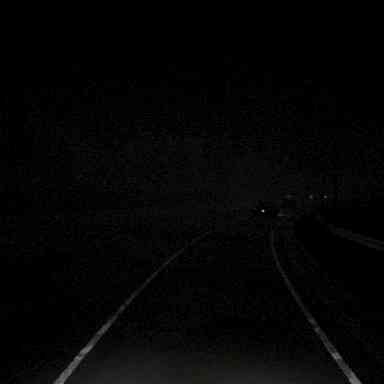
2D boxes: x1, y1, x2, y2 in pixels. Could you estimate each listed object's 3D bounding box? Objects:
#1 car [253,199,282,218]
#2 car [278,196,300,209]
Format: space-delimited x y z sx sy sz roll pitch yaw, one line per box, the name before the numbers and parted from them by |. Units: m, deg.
car | 6.956 1.646 31.249 1.994 1.385 4.181 0 0 20
car | 14.342 1.668 48.999 1.812 1.442 4.674 0 0 25
